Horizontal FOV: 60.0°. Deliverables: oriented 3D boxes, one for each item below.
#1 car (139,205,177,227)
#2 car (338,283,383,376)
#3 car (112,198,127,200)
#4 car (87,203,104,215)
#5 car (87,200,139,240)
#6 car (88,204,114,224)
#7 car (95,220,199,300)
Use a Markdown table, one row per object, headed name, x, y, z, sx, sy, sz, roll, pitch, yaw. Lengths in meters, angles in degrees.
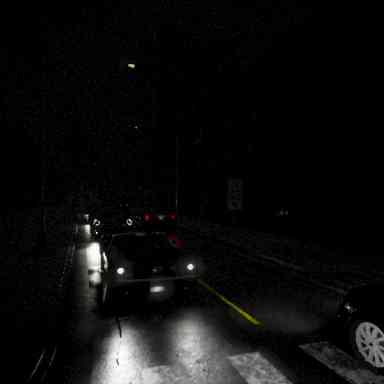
| name | x | y | z | sx | sy | sz | roll | pitch | yaw |
| --- | --- | --- | --- | --- | --- | --- | --- | --- | --- |
| car | -2.507 | 1.602 | 21.655 | 2.097 | 1.767 | 4.553 | 1 | -1 | -18 |
| car | 3.594 | 1.547 | 3.101 | 1.837 | 1.490 | 4.892 | 1 | -1 | -18 |
| car | -9.408 | 1.800 | 42.628 | 2.150 | 2.045 | 5.566 | 1 | -1 | -18 |
| car | -12.649 | 2.152 | 43.352 | 1.994 | 1.385 | 4.181 | 1 | -1 | -18 |
| car | -4.470 | 1.526 | 18.188 | 2.097 | 1.767 | 4.553 | 1 | -1 | -18 |
| car | -7.815 | 1.799 | 28.369 | 1.882 | 1.535 | 5.008 | 1 | -1 | -18 |
| car | -1.389 | 1.664 | 8.789 | 1.895 | 1.301 | 4.718 | 1 | -1 | -18 |
